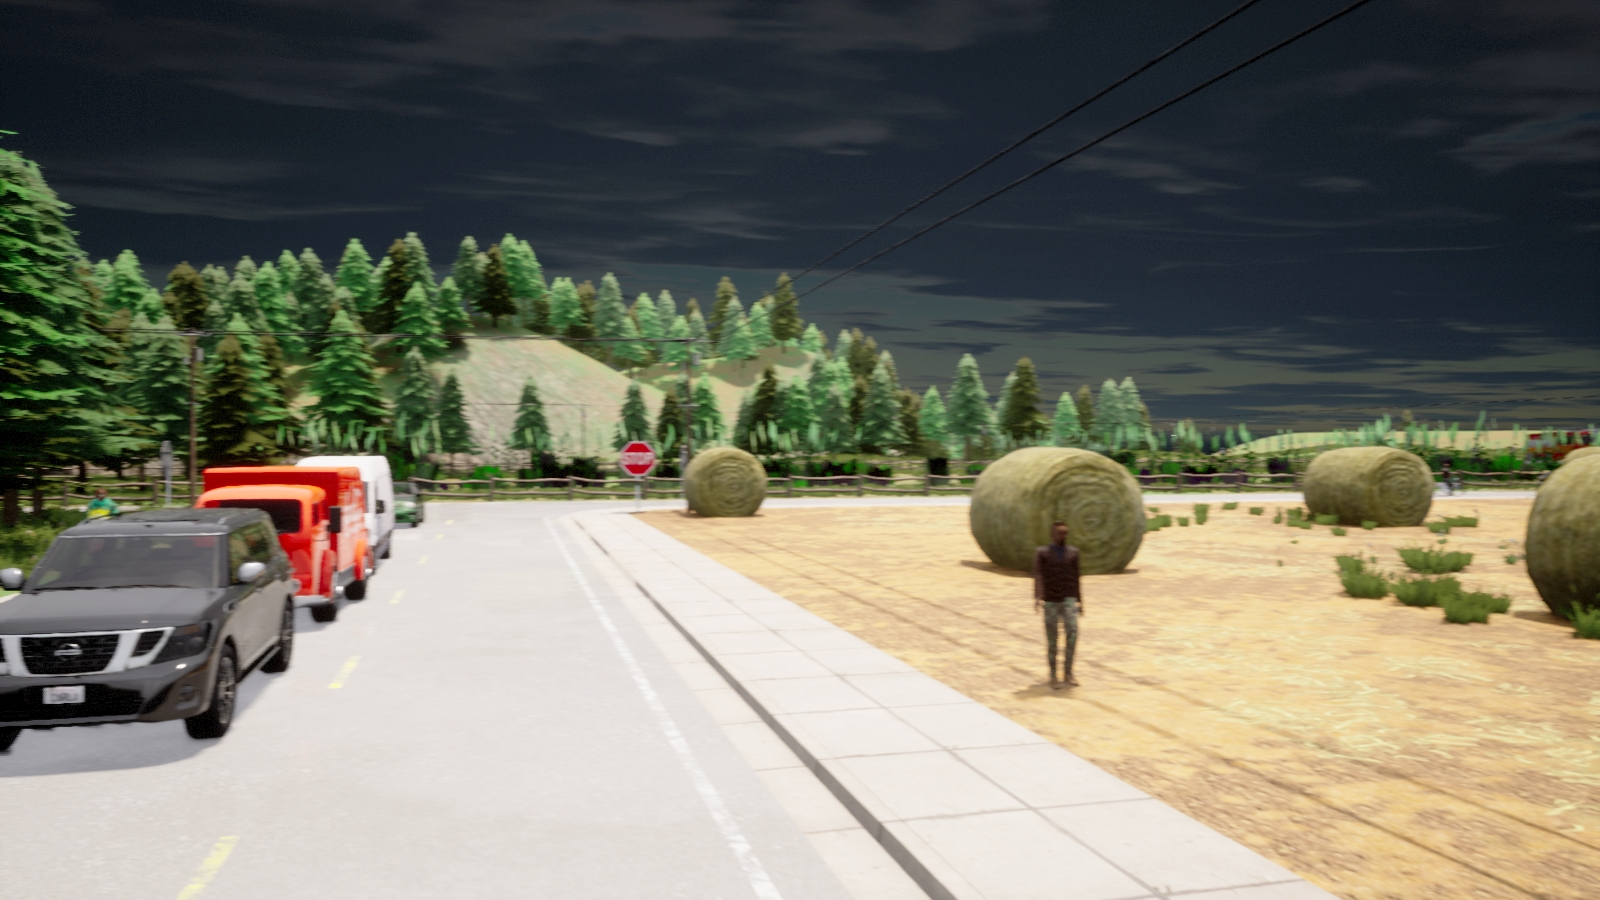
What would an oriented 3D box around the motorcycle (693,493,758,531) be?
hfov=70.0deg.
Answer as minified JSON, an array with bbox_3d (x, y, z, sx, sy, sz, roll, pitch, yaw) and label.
[{"bbox_3d":[-2.489,2.051,38.054,2.033,1.199,0.803,0,0,-16],"label":"motorcycle"}]

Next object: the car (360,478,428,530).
[{"bbox_3d":[-14.258,1.870,40.331,1.851,1.617,3.988,0,0,-14],"label":"car"}]

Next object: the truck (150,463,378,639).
[{"bbox_3d":[-8.852,1.505,19.488,2.627,2.467,5.204,0,0,-15],"label":"truck"}]

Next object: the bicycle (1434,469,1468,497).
[{"bbox_3d":[34.839,1.766,61.151,1.835,1.471,0.329,0,0,-12],"label":"bicycle"}]

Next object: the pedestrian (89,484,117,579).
[{"bbox_3d":[-13.900,1.625,22.789,0.375,1.860,0.375,0,0,-11],"label":"pedestrian"}]

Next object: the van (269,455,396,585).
[{"bbox_3d":[-10.705,1.445,26.605,1.988,2.561,5.915,0,1,-15],"label":"van"}]

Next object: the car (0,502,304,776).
[{"bbox_3d":[-7.055,1.739,12.511,2.150,2.045,5.566,0,0,-15],"label":"car"}]

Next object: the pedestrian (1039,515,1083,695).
[{"bbox_3d":[2.774,1.631,12.155,0.375,1.860,0.375,0,0,-1],"label":"pedestrian"}]
